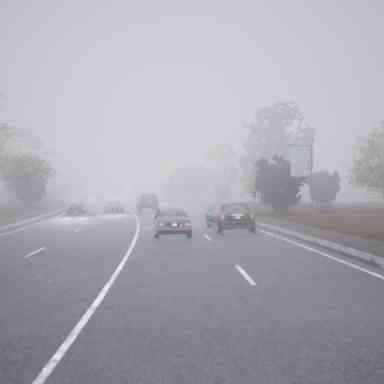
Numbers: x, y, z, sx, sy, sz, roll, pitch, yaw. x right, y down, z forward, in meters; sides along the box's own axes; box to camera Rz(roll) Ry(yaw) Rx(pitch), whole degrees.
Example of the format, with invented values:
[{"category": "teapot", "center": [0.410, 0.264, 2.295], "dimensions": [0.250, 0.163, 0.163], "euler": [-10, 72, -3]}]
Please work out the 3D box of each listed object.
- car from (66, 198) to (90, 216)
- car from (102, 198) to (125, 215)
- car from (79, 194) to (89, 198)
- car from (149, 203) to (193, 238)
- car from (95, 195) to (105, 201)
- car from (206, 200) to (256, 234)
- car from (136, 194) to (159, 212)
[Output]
[{"category": "car", "center": [-11.190, 1.594, 32.790], "dimensions": [1.895, 1.301, 4.718], "euler": [0, 0, -13]}, {"category": "car", "center": [-7.948, 1.552, 34.180], "dimensions": [1.994, 1.385, 4.181], "euler": [0, 0, -13]}, {"category": "car", "center": [-23.492, 1.212, 72.160], "dimensions": [2.097, 1.767, 4.553], "euler": [0, 0, -19]}, {"category": "car", "center": [-1.117, 1.537, 17.621], "dimensions": [2.033, 1.411, 5.357], "euler": [0, 0, -7]}, {"category": "car", "center": [-20.320, 1.386, 73.689], "dimensions": [1.994, 1.385, 4.181], "euler": [0, 0, -19]}, {"category": "car", "center": [2.126, 1.335, 19.410], "dimensions": [2.097, 1.767, 4.553], "euler": [0, 0, -7]}, {"category": "car", "center": [-5.222, 1.205, 38.600], "dimensions": [2.150, 2.045, 5.566], "euler": [0, 0, -14]}]
